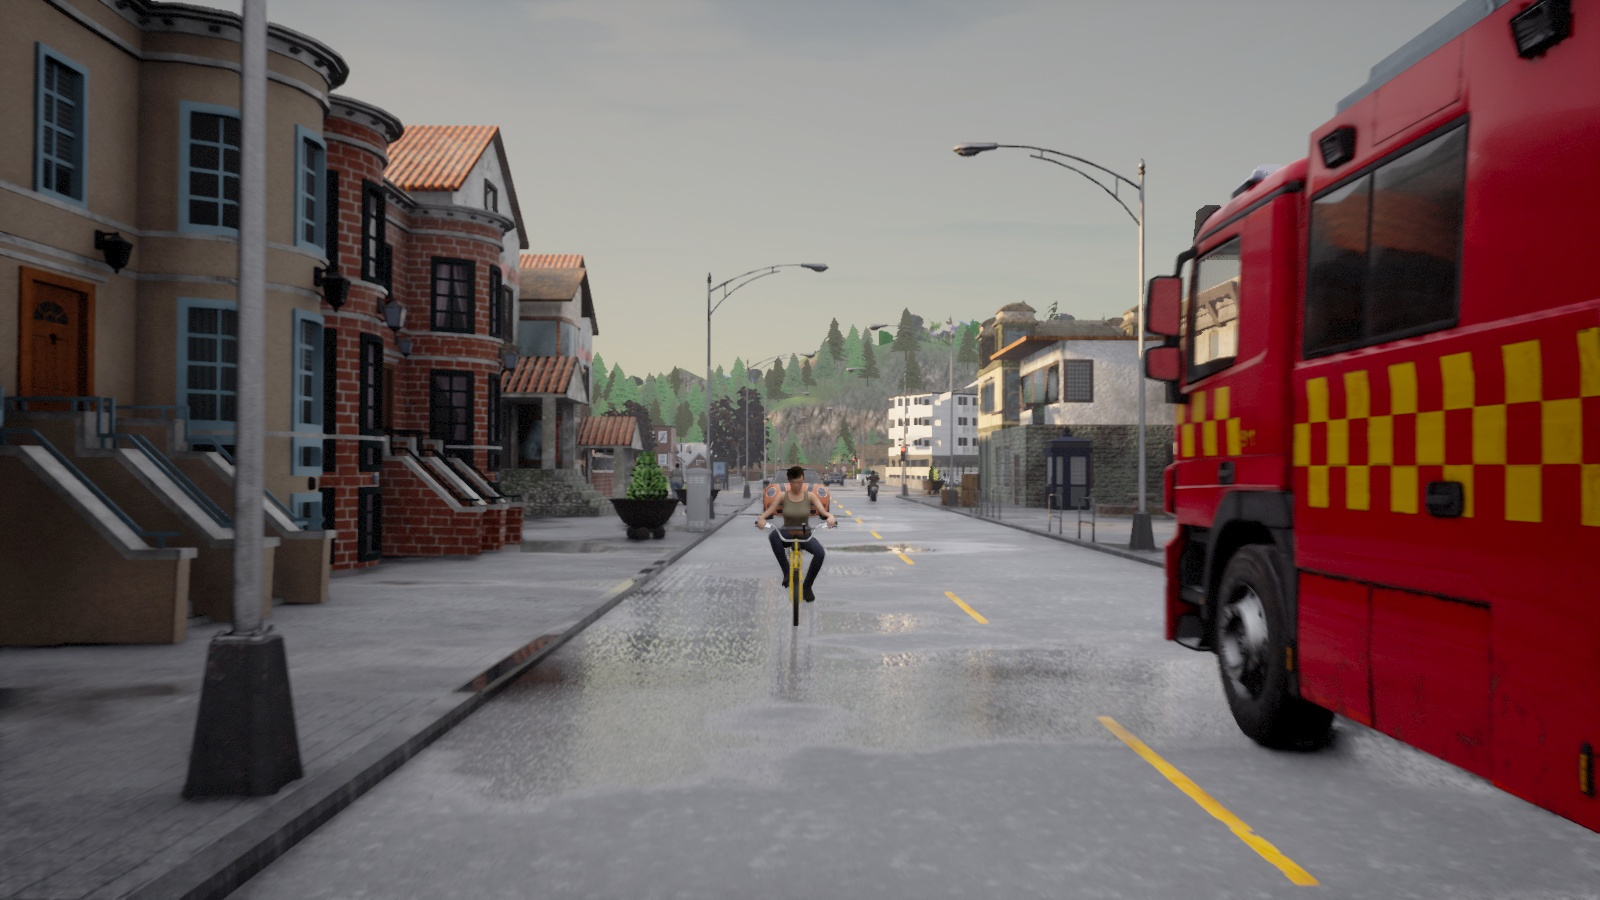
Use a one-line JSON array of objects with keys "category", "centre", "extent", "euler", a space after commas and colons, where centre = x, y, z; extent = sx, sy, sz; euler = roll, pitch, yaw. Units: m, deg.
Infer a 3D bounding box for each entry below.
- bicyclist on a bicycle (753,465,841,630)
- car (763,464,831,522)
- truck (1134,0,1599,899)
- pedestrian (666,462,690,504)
[{"category": "bicyclist on a bicycle", "centre": [-0.032, 0.971, 13.126], "extent": [0.866, 1.612, 1.509], "euler": [0, -1, 0]}, {"category": "car", "centre": [-0.101, 1.361, 41.078], "extent": [2.097, 1.767, 4.553], "euler": [0, -1, 0]}, {"category": "truck", "centre": [3.982, -0.279, 5.219], "extent": [2.891, 3.827, 8.468], "euler": [0, -1, 0]}, {"category": "pedestrian", "centre": [-5.459, 1.487, 56.188], "extent": [0.874, 1.855, 0.900], "euler": [0, -1, 9]}]
